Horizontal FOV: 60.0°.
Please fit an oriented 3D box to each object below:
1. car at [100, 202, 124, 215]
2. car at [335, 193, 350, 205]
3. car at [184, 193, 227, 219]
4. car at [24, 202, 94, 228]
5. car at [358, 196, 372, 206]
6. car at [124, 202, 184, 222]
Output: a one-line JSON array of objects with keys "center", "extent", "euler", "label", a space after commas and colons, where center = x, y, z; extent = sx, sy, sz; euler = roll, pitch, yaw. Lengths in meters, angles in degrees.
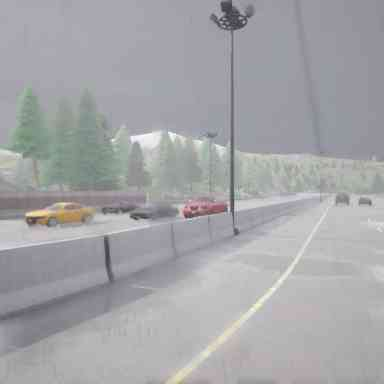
[{"center": [-7.321, 1.666, 34.283], "extent": [1.895, 1.301, 4.718], "euler": [0, 0, 24], "label": "car"}, {"center": [25.911, 1.221, 57.363], "extent": [2.150, 2.045, 5.566], "euler": [0, 0, 24], "label": "car"}, {"center": [1.248, 1.225, 27.749], "extent": [2.150, 2.045, 5.566], "euler": [0, 0, 24], "label": "car"}, {"center": [-8.803, 1.477, 22.456], "extent": [1.882, 1.535, 5.008], "euler": [0, 0, 24], "label": "car"}, {"center": [29.398, 1.491, 56.597], "extent": [2.128, 1.511, 4.902], "euler": [0, 0, 24], "label": "car"}, {"center": [-2.905, 1.547, 27.064], "extent": [2.033, 1.411, 5.357], "euler": [0, 0, 24], "label": "car"}]
